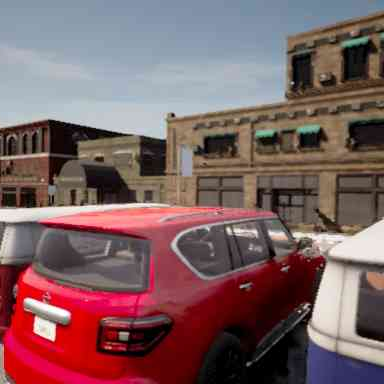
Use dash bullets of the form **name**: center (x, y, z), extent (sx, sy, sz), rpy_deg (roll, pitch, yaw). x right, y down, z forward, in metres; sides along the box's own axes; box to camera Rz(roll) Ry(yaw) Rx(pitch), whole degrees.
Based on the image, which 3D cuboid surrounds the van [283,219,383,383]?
- **van**: center (2.651, 1.255, 3.398), extent (1.878, 1.987, 4.442), rpy_deg (0, 0, 35)

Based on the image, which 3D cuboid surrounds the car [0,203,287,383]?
- **car**: center (0.334, 1.225, 4.942), extent (2.435, 2.045, 5.566), rpy_deg (0, 0, 35)
